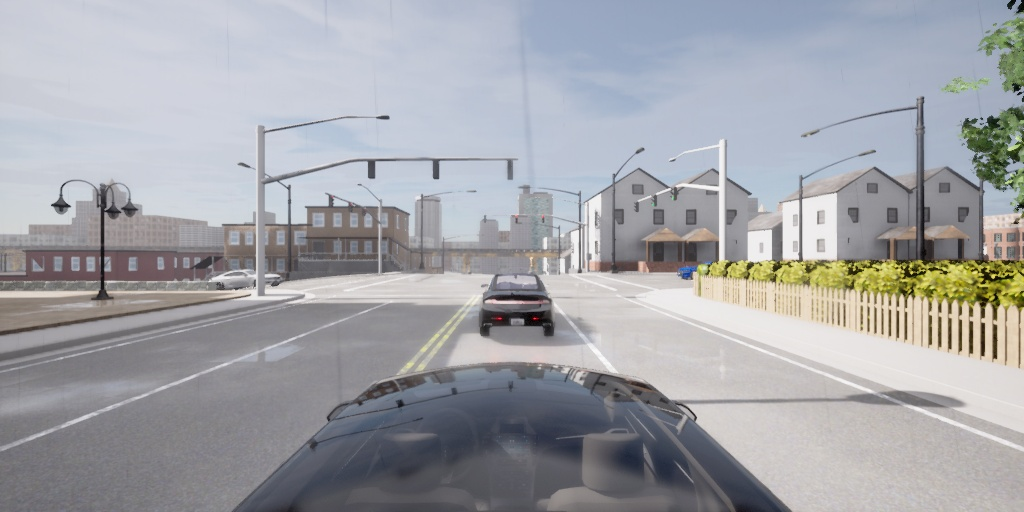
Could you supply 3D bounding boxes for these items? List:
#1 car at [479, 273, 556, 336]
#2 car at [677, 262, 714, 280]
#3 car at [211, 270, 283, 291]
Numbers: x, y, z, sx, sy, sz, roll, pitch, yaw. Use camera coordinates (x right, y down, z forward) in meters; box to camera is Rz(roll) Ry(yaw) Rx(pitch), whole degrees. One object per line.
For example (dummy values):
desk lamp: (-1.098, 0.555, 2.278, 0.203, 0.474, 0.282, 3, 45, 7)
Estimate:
car: (0.114, 1.240, 10.332, 2.128, 1.511, 4.902, 0, 0, 0)
car: (16.655, 1.223, 30.377, 5.008, 1.535, 1.882, 0, 0, -1)
car: (-19.388, 1.714, 26.200, 4.674, 1.442, 1.812, -5, 0, 1)
